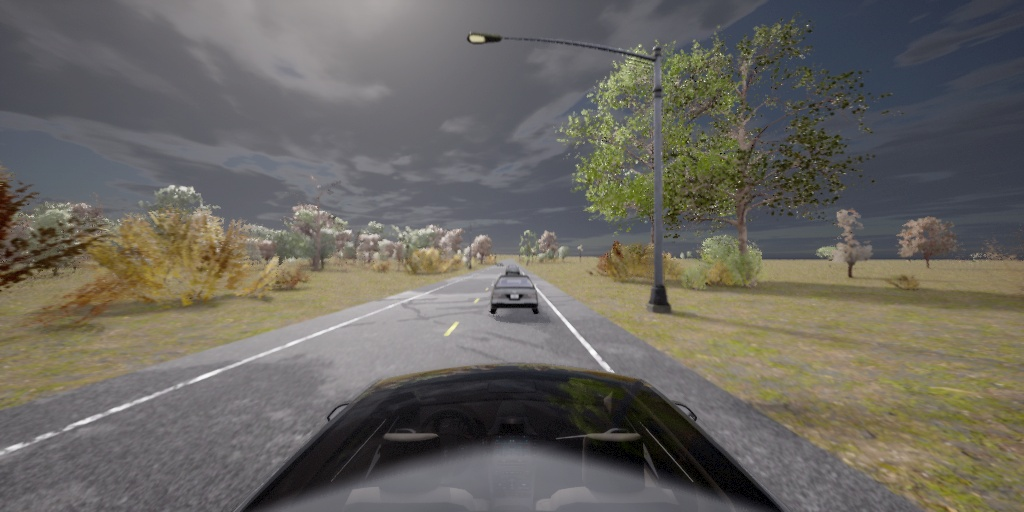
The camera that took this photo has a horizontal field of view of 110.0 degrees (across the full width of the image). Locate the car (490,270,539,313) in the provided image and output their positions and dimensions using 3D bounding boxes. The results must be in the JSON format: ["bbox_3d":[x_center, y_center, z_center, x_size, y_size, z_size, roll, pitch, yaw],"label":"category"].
[{"bbox_3d":[0.090,1.479,14.927,2.033,1.411,5.357,0,-1,0],"label":"car"}]

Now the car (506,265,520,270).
[{"bbox_3d":[0.087,1.956,51.173,1.994,1.385,4.181,0,-1,0],"label":"car"}]
